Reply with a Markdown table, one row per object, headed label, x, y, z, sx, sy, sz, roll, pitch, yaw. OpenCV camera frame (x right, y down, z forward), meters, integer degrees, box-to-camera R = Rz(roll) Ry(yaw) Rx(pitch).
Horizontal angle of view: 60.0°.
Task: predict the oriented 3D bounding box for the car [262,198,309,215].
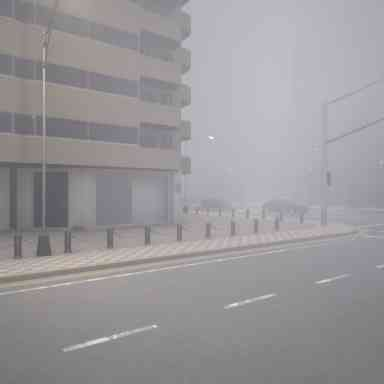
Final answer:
| label | x | y | z | sx | sy | sz | roll | pitch | yaw |
| --- | --- | --- | --- | --- | --- | --- | --- | --- | --- |
| car | 9.370 | 1.422 | 33.598 | 1.882 | 1.535 | 5.008 | 0 | 0 | -35 |

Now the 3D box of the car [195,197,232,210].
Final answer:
| label | x | y | z | sx | sy | sz | roll | pitch | yaw |
| --- | --- | --- | --- | --- | --- | --- | --- | --- | --- |
| car | 3.053 | 1.433 | 42.561 | 2.128 | 1.511 | 4.902 | 0 | 0 | -35 |

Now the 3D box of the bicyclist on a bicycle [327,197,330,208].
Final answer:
| label | x | y | z | sx | sy | sz | roll | pitch | yaw |
| --- | --- | --- | --- | --- | --- | --- | --- | --- | --- |
| bicyclist on a bicycle | 17.322 | 1.245 | 43.050 | 1.656 | 1.620 | 0.582 | 0 | 0 | -35 |

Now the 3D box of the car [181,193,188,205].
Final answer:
| label | x | y | z | sx | sy | sz | roll | pitch | yaw |
| --- | --- | --- | --- | --- | --- | --- | --- | --- | --- |
| car | -3.522 | 1.166 | 58.373 | 2.150 | 2.045 | 5.566 | 0 | 0 | -34 |

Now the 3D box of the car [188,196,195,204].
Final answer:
| label | x | y | z | sx | sy | sz | roll | pitch | yaw |
| --- | --- | --- | --- | --- | --- | --- | --- | --- | --- |
| car | -0.785 | 1.449 | 60.575 | 1.837 | 1.490 | 4.892 | 0 | 0 | -34 |
